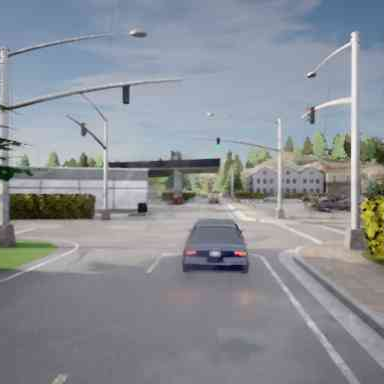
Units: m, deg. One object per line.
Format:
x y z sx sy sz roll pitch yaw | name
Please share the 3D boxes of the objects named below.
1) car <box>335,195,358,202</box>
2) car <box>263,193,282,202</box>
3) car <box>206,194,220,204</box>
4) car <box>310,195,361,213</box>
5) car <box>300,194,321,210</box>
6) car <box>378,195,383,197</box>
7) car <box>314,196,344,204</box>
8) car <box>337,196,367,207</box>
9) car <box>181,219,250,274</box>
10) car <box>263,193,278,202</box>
36.259 1.451 78.128 4.514 1.523 2.007 0 0 3 | car
18.194 1.190 75.549 3.866 1.878 1.905 0 0 3 | car
4.183 1.564 63.338 2.128 1.511 4.902 0 0 4 | car
15.252 1.406 34.933 4.514 1.523 2.007 0 0 3 | car
15.387 1.400 38.068 5.027 1.636 2.152 0 0 3 | car
43.076 1.396 74.050 3.806 1.475 1.970 0 0 3 | car
24.396 1.408 59.406 4.514 1.523 2.007 0 0 3 | car
23.756 1.418 49.433 3.633 1.501 1.845 0 0 3 | car
0.752 1.560 10.608 2.033 1.411 5.357 0 0 4 | car
17.384 1.469 72.267 3.806 1.475 1.970 0 0 3 | car
